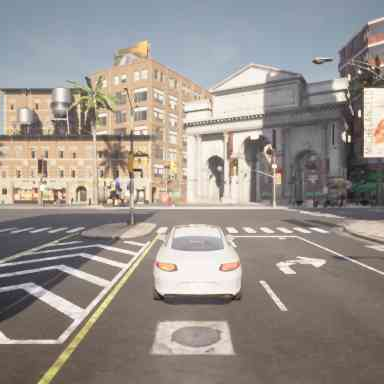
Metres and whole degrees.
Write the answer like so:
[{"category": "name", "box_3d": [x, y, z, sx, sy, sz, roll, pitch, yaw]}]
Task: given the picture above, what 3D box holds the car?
[{"category": "car", "box_3d": [0.111, 1.526, 8.256, 1.812, 1.442, 4.674, 0, 0, 0]}]
